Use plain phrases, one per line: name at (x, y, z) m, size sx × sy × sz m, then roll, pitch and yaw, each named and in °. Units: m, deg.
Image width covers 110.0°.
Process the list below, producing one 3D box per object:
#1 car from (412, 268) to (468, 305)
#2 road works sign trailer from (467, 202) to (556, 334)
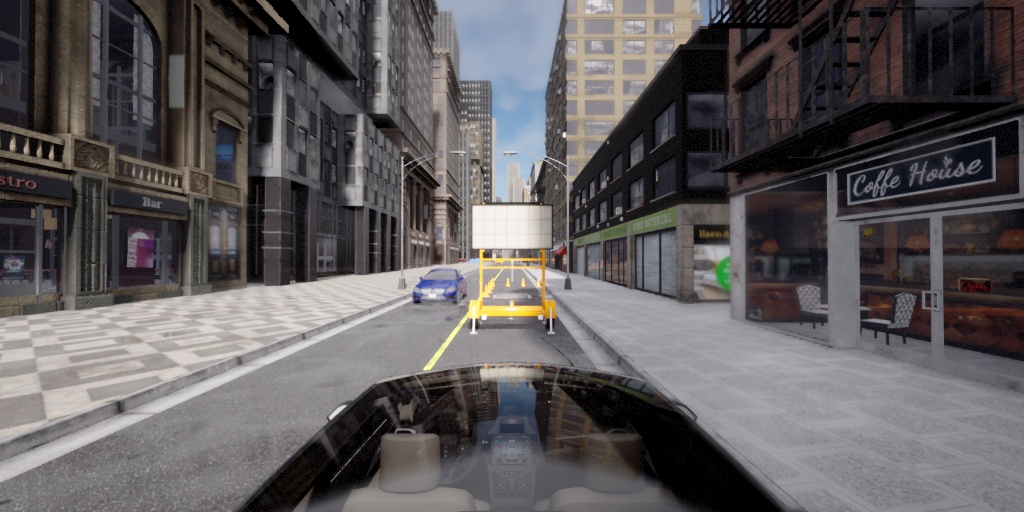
car at (-3.079, 1.280, 16.148) m, size 1.812 × 1.442 × 4.674 m, roll 0°, pitch 0°, yaw 0°
road works sign trailer at (0.011, 0.216, 10.613) m, size 2.380 × 3.560 × 2.880 m, roll 0°, pitch 0°, yaw 0°
